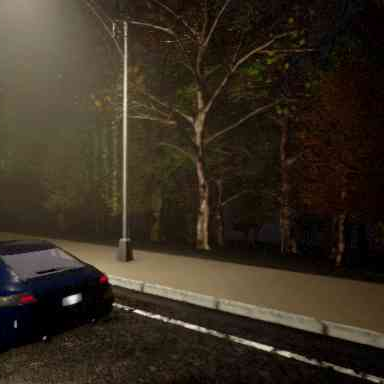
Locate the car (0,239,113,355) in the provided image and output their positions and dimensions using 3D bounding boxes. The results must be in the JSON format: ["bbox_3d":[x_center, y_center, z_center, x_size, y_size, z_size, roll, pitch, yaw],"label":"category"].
[{"bbox_3d":[-3.415,1.579,6.124,4.181,1.385,1.994,0,0,36],"label":"car"}]
